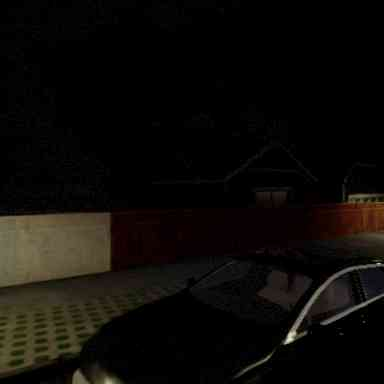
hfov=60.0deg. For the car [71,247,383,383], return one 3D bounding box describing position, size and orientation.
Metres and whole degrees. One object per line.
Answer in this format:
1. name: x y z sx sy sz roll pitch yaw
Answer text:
1. car: 1.136 1.492 3.938 4.902 1.511 2.128 0 0 -36
